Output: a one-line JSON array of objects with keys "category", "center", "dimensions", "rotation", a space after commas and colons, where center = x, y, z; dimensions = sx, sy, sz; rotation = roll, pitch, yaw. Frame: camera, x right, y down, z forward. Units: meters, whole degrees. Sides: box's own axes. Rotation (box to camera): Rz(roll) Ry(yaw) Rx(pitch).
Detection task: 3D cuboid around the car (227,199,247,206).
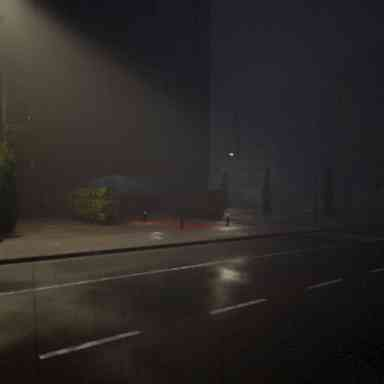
[{"category": "car", "center": [8.686, 2.095, 66.727], "dimensions": [1.895, 1.301, 4.718], "rotation": [1, 0, -35]}]
